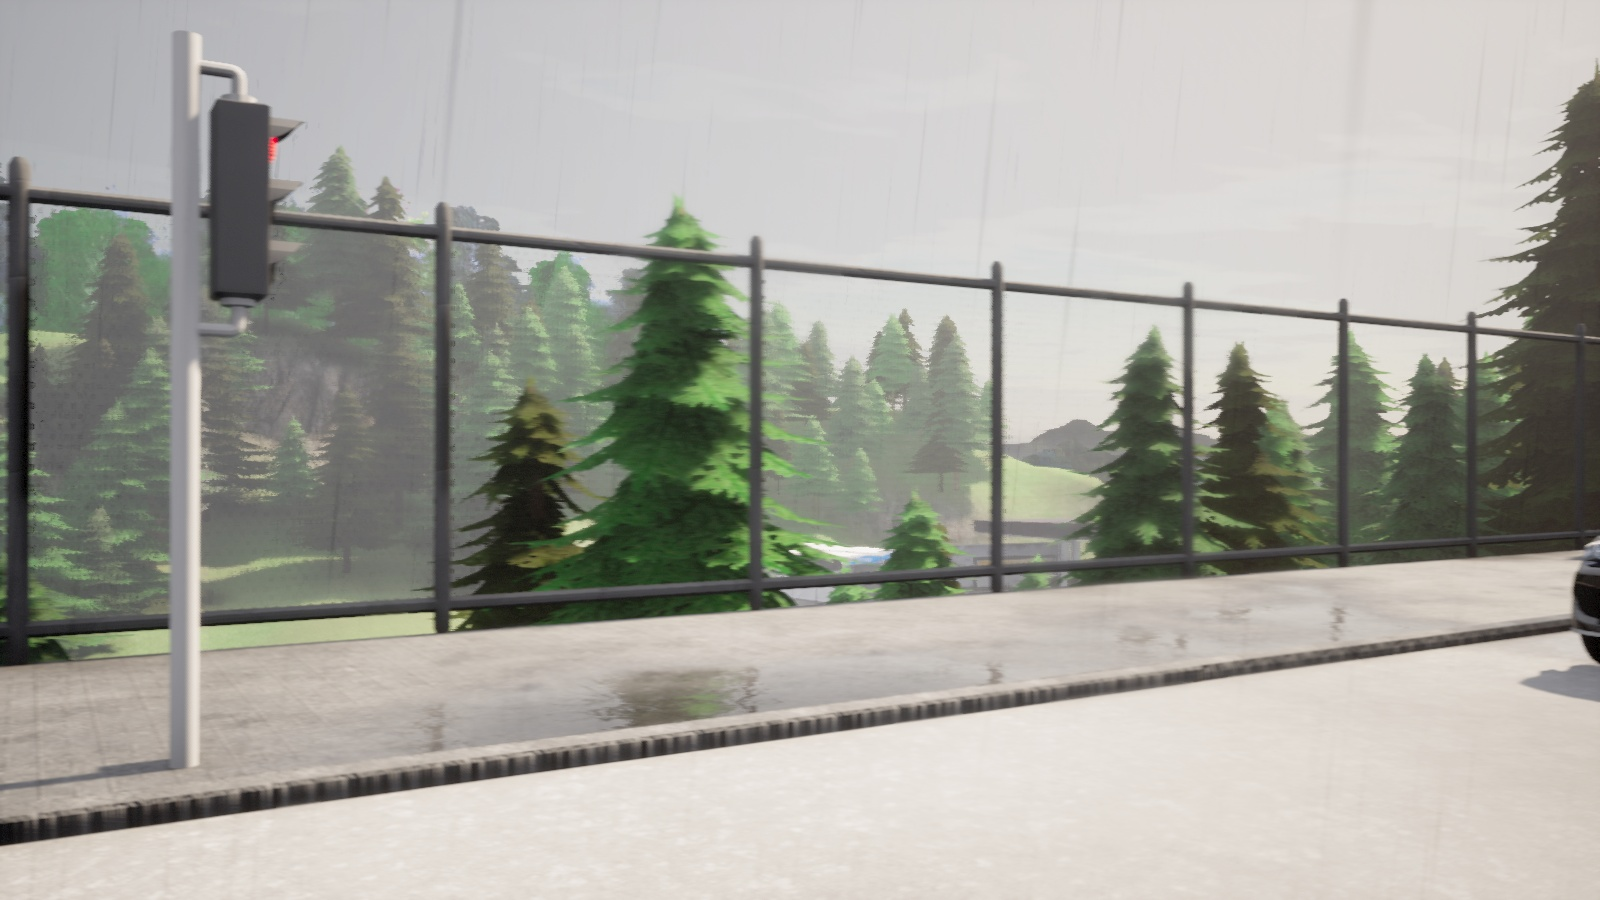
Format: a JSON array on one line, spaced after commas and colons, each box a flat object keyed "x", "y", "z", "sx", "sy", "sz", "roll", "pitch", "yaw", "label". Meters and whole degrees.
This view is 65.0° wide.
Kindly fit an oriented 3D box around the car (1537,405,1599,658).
[{"x": 7.712, "y": 0.527, "z": 8.927, "sx": 5.027, "sy": 1.651, "sz": 2.152, "roll": 0, "pitch": 0, "yaw": -32, "label": "car"}]
